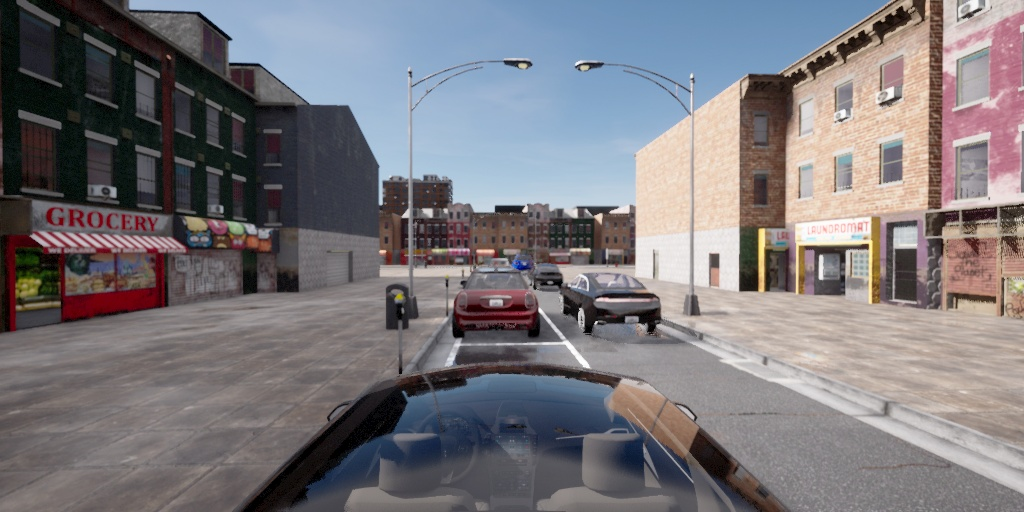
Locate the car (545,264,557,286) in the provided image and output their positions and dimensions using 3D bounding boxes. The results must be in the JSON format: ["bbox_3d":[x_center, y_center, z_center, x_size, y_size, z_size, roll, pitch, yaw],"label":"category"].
[{"bbox_3d":[2.032,1.229,22.569,1.837,1.490,4.892,0,0,-3],"label":"car"}]

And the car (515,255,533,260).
[{"bbox_3d":[1.143,0.934,38.761,2.150,2.045,5.566,0,0,-3],"label":"car"}]

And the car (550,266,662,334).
[{"bbox_3d":[2.615,1.224,10.533,2.128,1.511,4.902,0,0,-2],"label":"car"}]

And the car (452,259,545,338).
[{"bbox_3d":[-0.464,1.093,10.365,2.097,1.767,4.553,0,0,-3],"label":"car"}]
